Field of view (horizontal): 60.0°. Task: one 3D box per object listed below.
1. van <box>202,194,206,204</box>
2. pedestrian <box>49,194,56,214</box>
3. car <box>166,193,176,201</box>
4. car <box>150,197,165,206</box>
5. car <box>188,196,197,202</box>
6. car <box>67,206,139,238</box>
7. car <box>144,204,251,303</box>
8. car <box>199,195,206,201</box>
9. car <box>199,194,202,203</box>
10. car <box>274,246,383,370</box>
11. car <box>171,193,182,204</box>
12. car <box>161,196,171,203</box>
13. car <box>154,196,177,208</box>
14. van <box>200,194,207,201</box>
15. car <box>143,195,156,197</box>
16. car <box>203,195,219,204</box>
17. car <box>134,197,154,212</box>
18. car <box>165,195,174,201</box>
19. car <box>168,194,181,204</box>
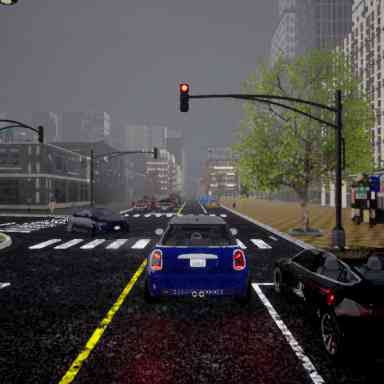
[{"bbox_3d":[2.760,1.345,49.284,1.690,1.788,3.998,0,0,0],"label":"van"},{"bbox_3d":[-12.710,1.039,30.205,0.375,1.860,0.375,0,-1,-1],"label":"pedestrian"},{"bbox_3d":[-5.568,1.324,88.150,2.192,1.841,5.009,0,0,0],"label":"car"},{"bbox_3d":[-5.614,1.555,54.844,2.008,1.369,4.403,0,0,0],"label":"car"},{"bbox_3d":[0.106,1.547,79.206,2.033,1.411,5.357,0,0,0],"label":"car"},{"bbox_3d":[-5.009,1.568,17.764,1.994,1.385,4.181,1,0,-44],"label":"car"},{"bbox_3d":[0.111,1.352,8.372,2.097,1.767,4.553,0,0,0],"label":"car"},{"bbox_3d":[2.812,1.534,88.311,1.752,1.417,4.829,0,0,0],"label":"car"},{"bbox_3d":[2.774,1.556,60.386,2.008,1.369,4.403,0,0,0],"label":"car"},{"bbox_3d":[2.701,1.566,5.704,1.947,1.339,4.313,0,0,0],"label":"car"},{"bbox_3d":[-2.992,1.226,59.008,2.150,2.045,5.566,0,0,1],"label":"car"},{"bbox_3d":[-5.592,1.532,71.327,1.752,1.417,4.829,0,0,0],"label":"car"},{"bbox_3d":[-3.041,1.528,38.477,1.812,1.442,4.674,0,0,-2],"label":"car"},{"bbox_3d":[2.805,1.349,82.590,1.690,1.788,3.998,0,0,0],"label":"van"},{"bbox_3d":[-5.628,1.318,43.742,2.192,1.841,5.009,0,0,0],"label":"car"},{"bbox_3d":[2.752,1.528,43.903,1.752,1.417,4.829,0,0,0],"label":"car"},{"bbox_3d":[-5.636,1.584,38.191,1.802,1.307,4.206,0,0,0],"label":"car"},{"bbox_3d":[-5.577,1.559,82.599,2.008,1.369,4.403,0,0,0],"label":"car"},{"bbox_3d":[-3.033,1.481,48.511,1.882,1.535,5.008,0,0,0],"label":"car"}]
